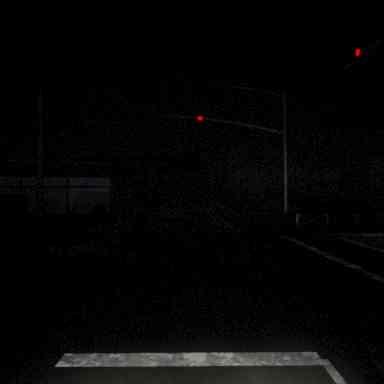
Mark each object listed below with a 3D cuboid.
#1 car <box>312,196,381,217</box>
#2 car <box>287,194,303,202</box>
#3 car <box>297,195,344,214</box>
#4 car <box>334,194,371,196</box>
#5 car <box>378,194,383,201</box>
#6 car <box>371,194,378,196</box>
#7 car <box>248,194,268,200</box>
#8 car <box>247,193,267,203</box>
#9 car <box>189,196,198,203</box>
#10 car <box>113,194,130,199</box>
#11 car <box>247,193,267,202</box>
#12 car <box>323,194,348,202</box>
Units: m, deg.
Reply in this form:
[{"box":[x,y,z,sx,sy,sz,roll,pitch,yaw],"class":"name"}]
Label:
[{"box":[13.084,1.336,28.298,4.514,1.523,2.007,0,0,0],"class":"car"},{"box":[21.338,1.089,65.757,4.605,1.855,1.932,0,0,0],"class":"car"},{"box":[13.021,1.326,31.435,5.027,1.636,2.152,0,0,0],"class":"car"},{"box":[20.657,1.314,43.305,3.633,1.501,1.845,0,0,0],"class":"car"},{"box":[38.731,1.145,62.675,5.027,1.636,2.152,0,0,0],"class":"car"},{"box":[38.387,1.223,69.091,3.806,1.475,1.970,0,0,0],"class":"car"},{"box":[18.146,1.322,91.646,4.902,1.511,2.128,0,0,0],"class":"car"},{"box":[12.859,1.353,65.692,3.806,1.475,1.970,0,0,0],"class":"car"},{"box":[0.282,1.538,69.721,2.033,1.411,5.357,0,0,0],"class":"car"},{"box":[-19.389,1.321,91.627,4.674,1.442,1.812,0,0,0],"class":"car"},{"box":[13.459,1.068,69.018,3.866,1.878,1.905,0,0,0],"class":"car"},{"box":[31.326,1.289,72.731,4.514,1.523,2.007,0,0,0],"class":"car"}]
